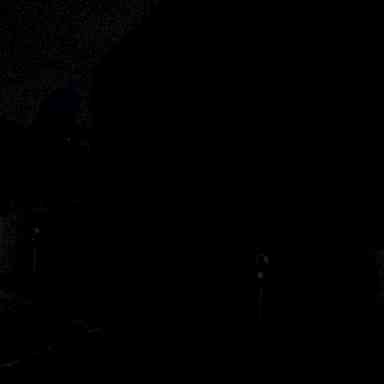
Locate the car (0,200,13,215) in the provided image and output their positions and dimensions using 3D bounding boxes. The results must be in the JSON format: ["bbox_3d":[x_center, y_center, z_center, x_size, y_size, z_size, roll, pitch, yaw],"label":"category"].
[{"bbox_3d":[-19.068,1.404,30.686,1.812,1.442,4.674,1,1,34],"label":"car"}]

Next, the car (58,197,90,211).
[{"bbox_3d":[-13.242,1.367,38.787,1.812,1.442,4.674,1,1,36],"label":"car"}]
